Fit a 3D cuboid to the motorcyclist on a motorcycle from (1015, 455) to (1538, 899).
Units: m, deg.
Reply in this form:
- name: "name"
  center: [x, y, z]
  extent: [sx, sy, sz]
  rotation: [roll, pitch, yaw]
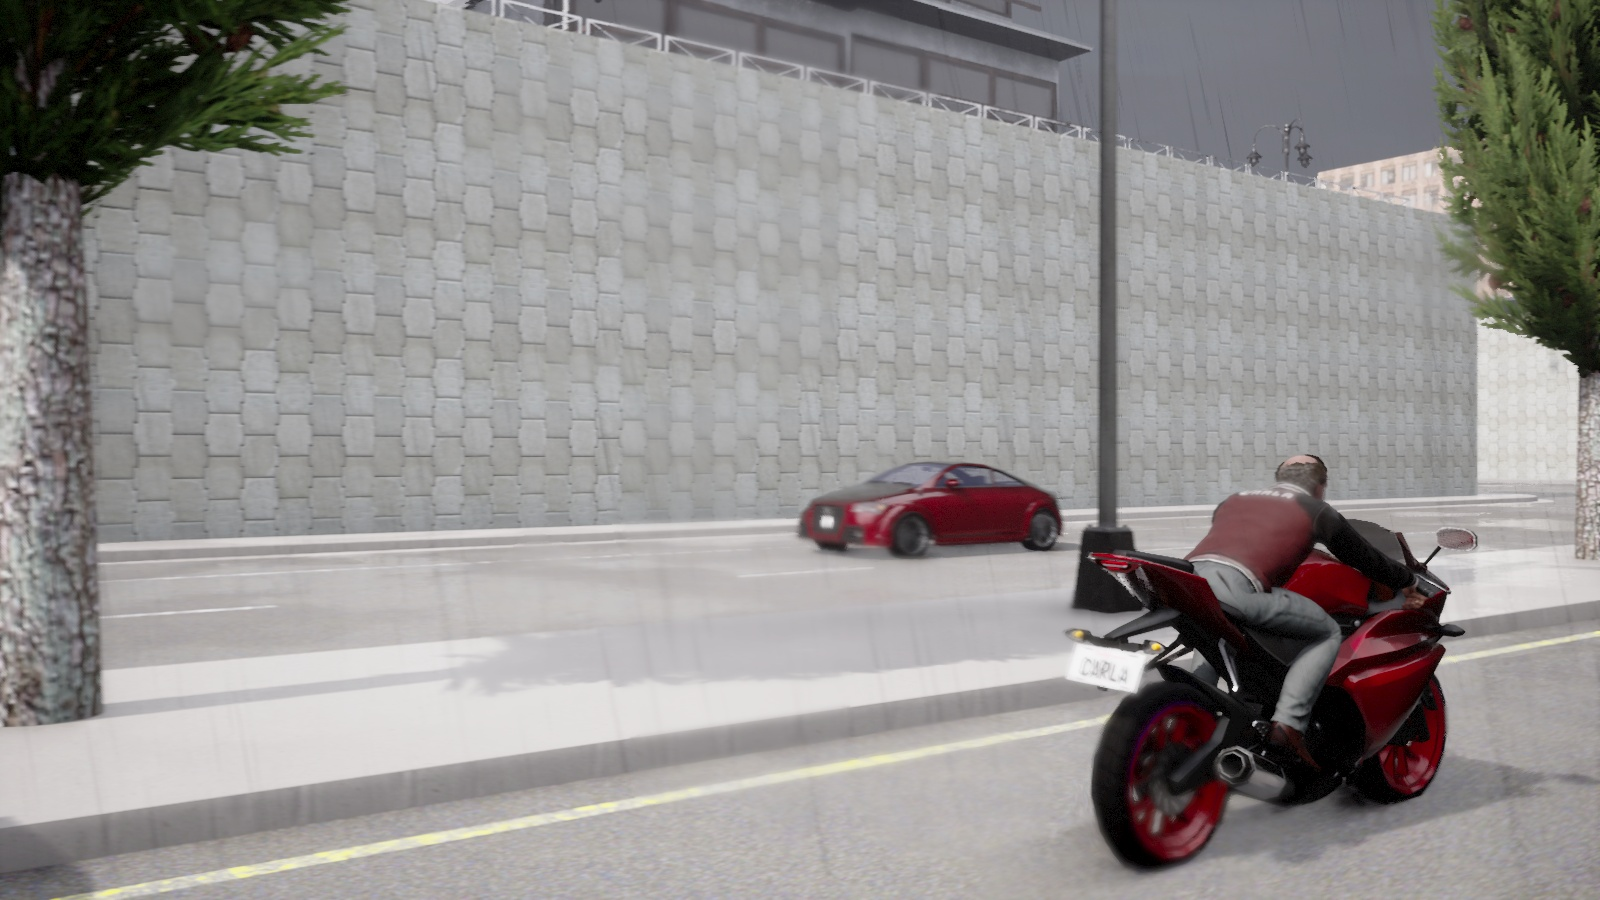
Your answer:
- name: "motorcyclist on a motorcycle"
  center: [1.964, 0.788, 5.026]
  extent: [2.191, 1.530, 0.866]
  rotation: [0, 0, -35]

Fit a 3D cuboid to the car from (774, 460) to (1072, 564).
- name: "car"
  center: [1.908, 0.851, 18.998]
  extent: [4.181, 1.385, 1.994]
  rotation: [0, 0, -35]
